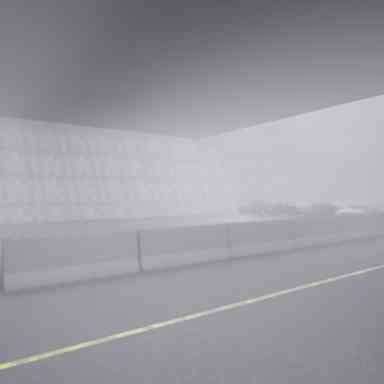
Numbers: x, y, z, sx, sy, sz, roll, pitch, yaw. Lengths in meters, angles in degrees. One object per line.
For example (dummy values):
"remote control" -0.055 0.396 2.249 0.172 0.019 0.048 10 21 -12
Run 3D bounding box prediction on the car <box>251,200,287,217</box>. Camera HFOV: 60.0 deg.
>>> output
"car" 8.188 1.645 31.295 4.718 1.301 1.895 0 0 -35

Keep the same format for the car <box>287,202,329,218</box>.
"car" 11.122 1.593 29.088 5.357 1.411 2.033 0 0 -35

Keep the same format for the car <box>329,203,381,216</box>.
"car" 13.170 1.572 26.247 4.674 1.442 1.812 0 0 -35

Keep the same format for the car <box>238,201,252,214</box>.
"car" 6.882 1.572 34.658 4.674 1.442 1.812 0 0 -35
